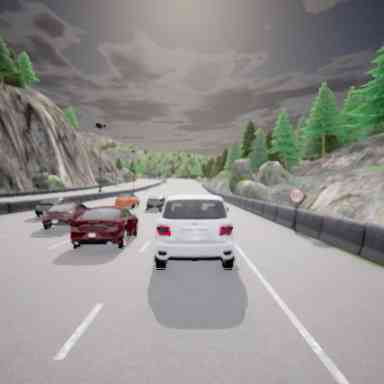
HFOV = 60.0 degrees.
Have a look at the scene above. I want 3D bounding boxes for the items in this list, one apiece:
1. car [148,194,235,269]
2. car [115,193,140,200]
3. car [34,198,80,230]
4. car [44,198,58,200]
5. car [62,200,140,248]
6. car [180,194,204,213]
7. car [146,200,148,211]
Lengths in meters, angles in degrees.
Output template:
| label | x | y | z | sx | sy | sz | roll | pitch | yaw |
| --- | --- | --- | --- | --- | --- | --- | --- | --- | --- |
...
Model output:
| label | x | y | z | sx | sy | sz | roll | pitch | yaw |
| --- | --- | --- | --- | --- | --- | --- | --- | --- | --- |
| car | 0.064 | 1.081 | 10.777 | 2.150 | 2.045 | 5.566 | 0 | 1 | 0 |
| car | -7.038 | 0.860 | 36.535 | 2.097 | 1.767 | 4.553 | 0 | 1 | 0 |
| car | -6.970 | 1.293 | 19.179 | 1.812 | 1.442 | 4.674 | 0 | 1 | 0 |
| car | -10.496 | 1.174 | 26.047 | 2.128 | 1.511 | 4.902 | 0 | 1 | 0 |
| car | -3.448 | 1.305 | 13.917 | 1.882 | 1.535 | 5.008 | 0 | 1 | 0 |
| car | -0.021 | 1.058 | 32.290 | 2.128 | 1.511 | 4.902 | 0 | 1 | 0 |
| car | -3.528 | 1.036 | 34.005 | 2.128 | 1.511 | 4.902 | 0 | 1 | 0 |
